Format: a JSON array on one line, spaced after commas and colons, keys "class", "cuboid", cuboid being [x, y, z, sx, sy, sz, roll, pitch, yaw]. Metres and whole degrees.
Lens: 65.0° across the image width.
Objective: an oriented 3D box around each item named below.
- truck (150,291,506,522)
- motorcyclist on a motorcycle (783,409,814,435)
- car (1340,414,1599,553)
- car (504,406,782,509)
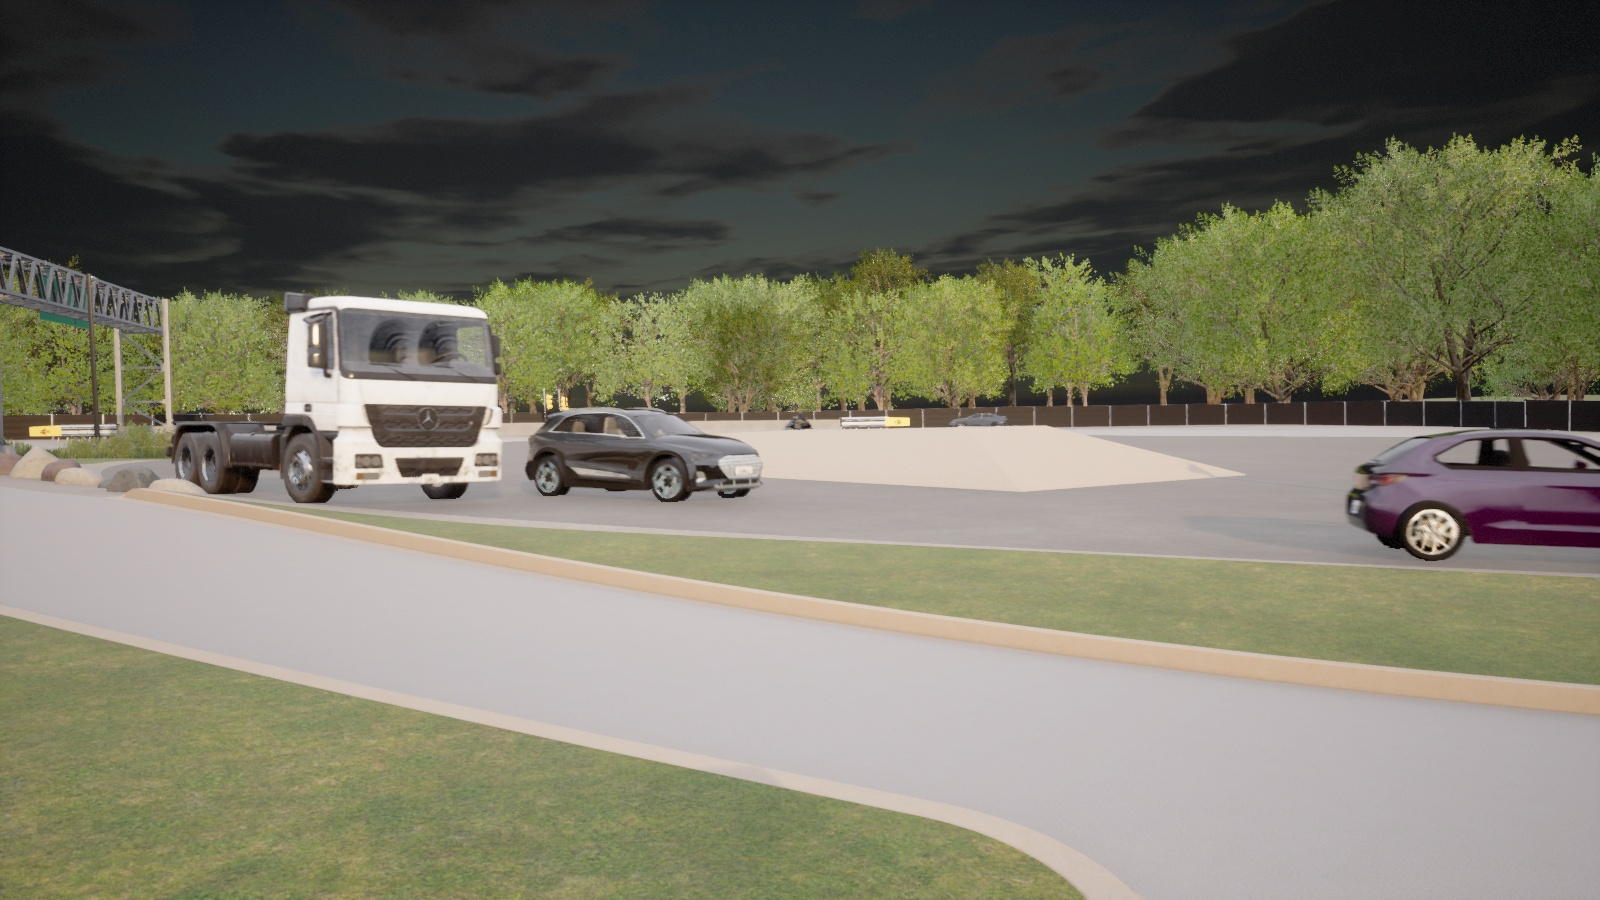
[{"class": "truck", "cuboid": [-8.761, -0.703, 22.662, 7.936, 3.462, 2.891, 0, 1, 44]}, {"class": "motorcyclist on a motorcycle", "cuboid": [-0.094, -1.827, 81.909, 1.817, 1.590, 0.866, -2, 2, -14]}, {"class": "car", "cuboid": [8.506, 0.332, 14.159, 4.193, 1.474, 1.816, 0, 1, 14]}, {"class": "car", "cuboid": [-2.892, 0.099, 22.642, 4.856, 1.649, 2.033, 0, 2, 36]}]
